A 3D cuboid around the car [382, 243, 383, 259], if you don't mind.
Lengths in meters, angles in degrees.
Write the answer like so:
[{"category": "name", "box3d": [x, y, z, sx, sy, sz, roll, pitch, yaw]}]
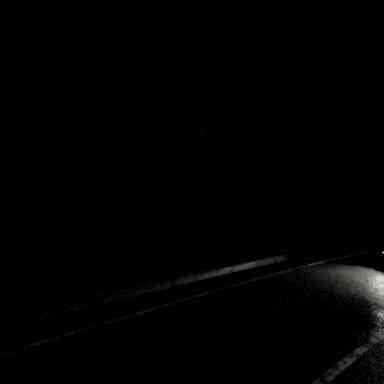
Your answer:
[{"category": "car", "box3d": [7.838, 1.390, 10.111, 4.892, 1.490, 1.837, -1, -1, -29]}]
